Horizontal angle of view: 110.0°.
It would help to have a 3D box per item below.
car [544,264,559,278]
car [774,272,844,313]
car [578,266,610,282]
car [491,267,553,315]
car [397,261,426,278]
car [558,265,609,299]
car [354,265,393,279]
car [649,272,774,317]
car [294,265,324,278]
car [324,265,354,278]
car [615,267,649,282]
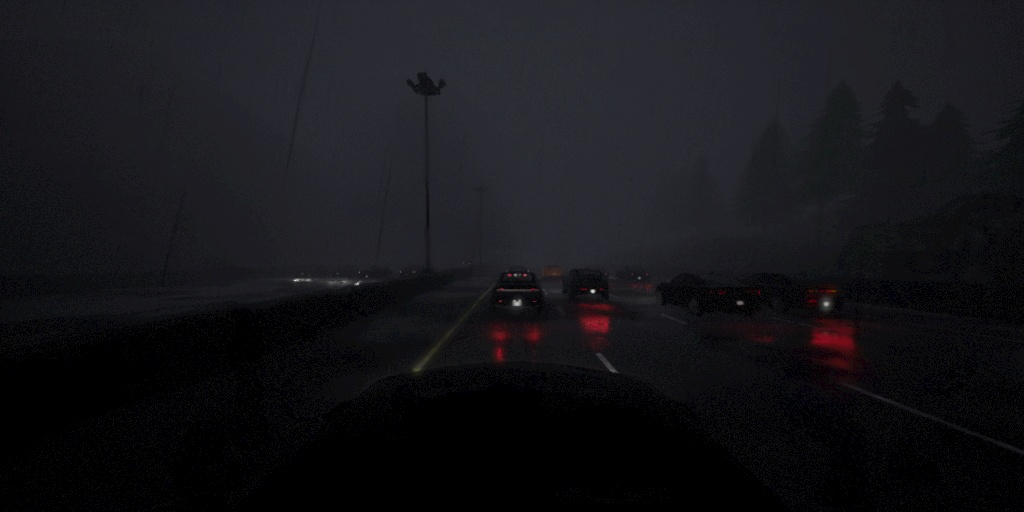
[{"bbox_3d":[4.025,1.518,35.859,1.882,1.535,5.008,0,0,1],"label":"car"},{"bbox_3d":[10.736,1.381,14.619,1.837,1.490,4.892,0,0,1],"label":"car"},{"bbox_3d":[7.487,1.624,33.080,1.895,1.301,4.718,0,0,1],"label":"car"},{"bbox_3d":[0.225,1.347,14.053,2.128,1.511,4.902,0,0,1],"label":"car"},{"bbox_3d":[-10.154,1.553,36.961,1.812,1.442,4.674,0,0,1],"label":"car"},{"bbox_3d":[3.803,1.406,19.098,1.837,1.490,4.892,0,-1,1],"label":"car"},{"bbox_3d":[-13.668,1.615,36.019,1.895,1.301,4.718,0,0,1],"label":"car"},{"bbox_3d":[7.221,1.340,13.756,1.882,1.535,5.008,0,0,1],"label":"car"},{"bbox_3d":[-20.648,1.578,37.294,1.994,1.385,4.181,0,0,1],"label":"car"},{"bbox_3d":[-17.148,1.583,37.277,1.994,1.385,4.181,0,0,1],"label":"car"},{"bbox_3d":[10.986,1.629,33.031,1.895,1.301,4.718,0,0,1],"label":"car"}]
